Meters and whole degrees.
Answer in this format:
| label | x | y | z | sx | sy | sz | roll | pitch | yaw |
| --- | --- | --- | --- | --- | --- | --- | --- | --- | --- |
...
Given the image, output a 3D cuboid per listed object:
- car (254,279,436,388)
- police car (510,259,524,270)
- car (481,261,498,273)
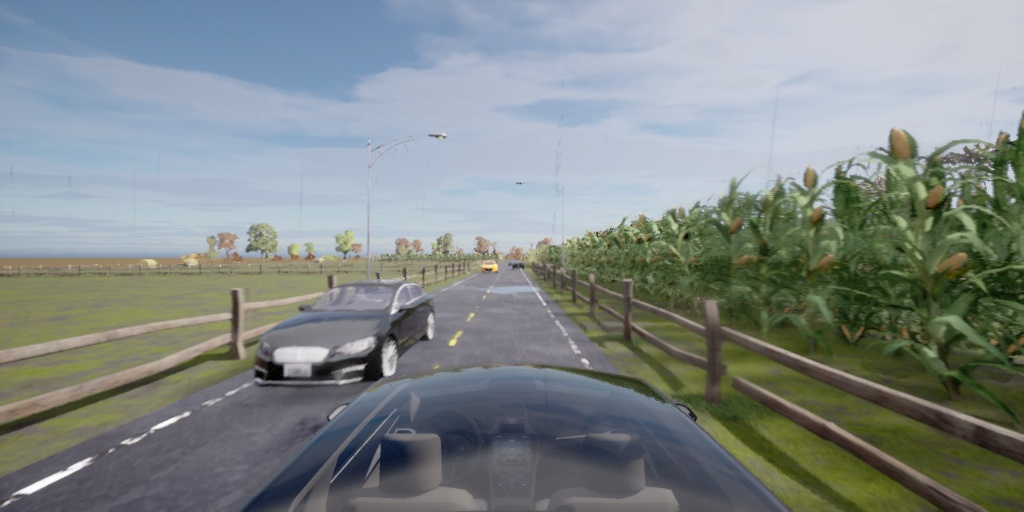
| label | x | y | z | sx | sy | sz | roll | pitch | yaw |
| --- | --- | --- | --- | --- | --- | --- | --- | --- | --- |
| car | -2.833 | 1.258 | 7.204 | 2.128 | 1.511 | 4.902 | 0 | 0 | 0 |
| police car | 0.996 | 1.360 | 58.205 | 1.930 | 1.638 | 5.238 | 0 | 0 | 0 |
| car | -2.807 | 1.369 | 45.461 | 1.882 | 1.535 | 5.008 | 0 | 0 | 0 |
